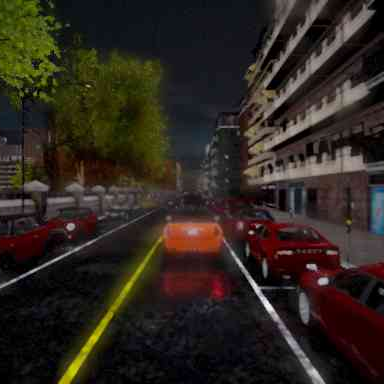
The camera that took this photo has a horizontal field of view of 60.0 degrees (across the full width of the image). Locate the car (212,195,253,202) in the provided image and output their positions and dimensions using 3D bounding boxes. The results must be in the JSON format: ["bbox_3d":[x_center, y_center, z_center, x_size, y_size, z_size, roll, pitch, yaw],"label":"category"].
[{"bbox_3d":[2.679,1.310,20.976,2.192,1.841,5.009,0,0,0],"label":"car"}]

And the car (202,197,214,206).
[{"bbox_3d":[2.665,1.529,54.930,1.752,1.417,4.829,0,0,0],"label":"car"}]

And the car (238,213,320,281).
[{"bbox_3d":[2.684,1.542,9.717,1.887,1.381,4.507,0,0,0],"label":"car"}]

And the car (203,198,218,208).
[{"bbox_3d":[2.668,1.565,49.128,1.947,1.339,4.313,0,0,0],"label":"car"}]

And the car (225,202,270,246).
[{"bbox_3d":[2.682,1.436,15.346,1.967,1.590,4.097,0,0,0],"label":"car"}]

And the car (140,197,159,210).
[{"bbox_3d":[-5.710,1.522,43.324,1.752,1.417,4.829,0,0,0],"label":"car"}]

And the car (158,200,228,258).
[{"bbox_3d":[0.040,1.348,12.962,2.097,1.767,4.553,0,0,0],"label":"car"}]

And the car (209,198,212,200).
[{"bbox_3d":[2.677,1.435,26.607,1.967,1.590,4.097,0,0,0],"label":"car"}]

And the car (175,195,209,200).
[{"bbox_3d":[0.024,1.218,26.964,2.150,2.045,5.566,0,0,1],"label":"car"}]

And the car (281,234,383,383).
[{"bbox_3d":[2.687,1.543,4.086,1.887,1.381,4.507,0,0,0],"label":"car"}]

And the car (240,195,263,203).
[{"bbox_3d":[14.580,1.614,81.757,5.009,1.841,2.192,1,-1,0],"label":"car"}]

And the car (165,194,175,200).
[{"bbox_3d":[-3.108,1.492,51.483,2.128,1.511,4.902,0,0,0],"label":"car"}]

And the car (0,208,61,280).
[{"bbox_3d":[-5.696,1.437,9.713,1.967,1.590,4.097,0,0,0],"label":"car"}]

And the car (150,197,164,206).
[{"bbox_3d":[-5.716,1.528,54.585,1.752,1.417,4.829,0,0,0],"label":"car"}]

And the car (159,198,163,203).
[{"bbox_3d":[-5.712,1.550,49.124,2.008,1.369,4.403,0,0,0],"label":"car"}]

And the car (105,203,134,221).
[{"bbox_3d":[-5.703,1.545,26.603,2.008,1.369,4.403,0,0,0],"label":"car"}]

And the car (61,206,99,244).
[{"bbox_3d":[-5.699,1.436,15.341,1.967,1.590,4.097,0,0,0],"label":"car"}]
